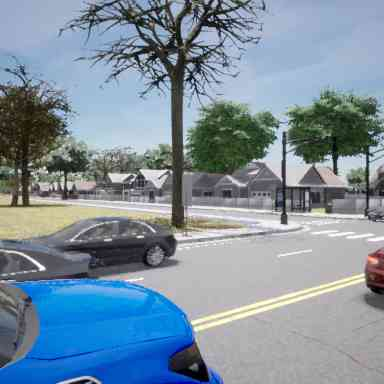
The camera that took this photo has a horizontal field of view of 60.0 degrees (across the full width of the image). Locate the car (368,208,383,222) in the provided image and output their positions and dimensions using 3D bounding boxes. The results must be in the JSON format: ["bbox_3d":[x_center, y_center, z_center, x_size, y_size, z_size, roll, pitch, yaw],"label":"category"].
[{"bbox_3d":[15.573,1.526,24.862,4.674,1.442,1.812,0,0,-10],"label":"car"}]

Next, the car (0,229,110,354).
[{"bbox_3d":[-3.896,1.506,4.900,4.892,1.490,1.837,1,0,-35],"label":"car"}]

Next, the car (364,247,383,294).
[{"bbox_3d":[5.670,1.525,7.459,4.674,1.442,1.812,0,0,-36],"label":"car"}]

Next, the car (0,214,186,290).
[{"bbox_3d":[-2.727,1.506,9.716,4.892,1.490,1.837,1,0,-35],"label":"car"}]

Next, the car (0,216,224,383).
[{"bbox_3d":[-2.406,1.221,1.725,5.566,2.045,2.150,0,0,-36],"label":"car"}]
